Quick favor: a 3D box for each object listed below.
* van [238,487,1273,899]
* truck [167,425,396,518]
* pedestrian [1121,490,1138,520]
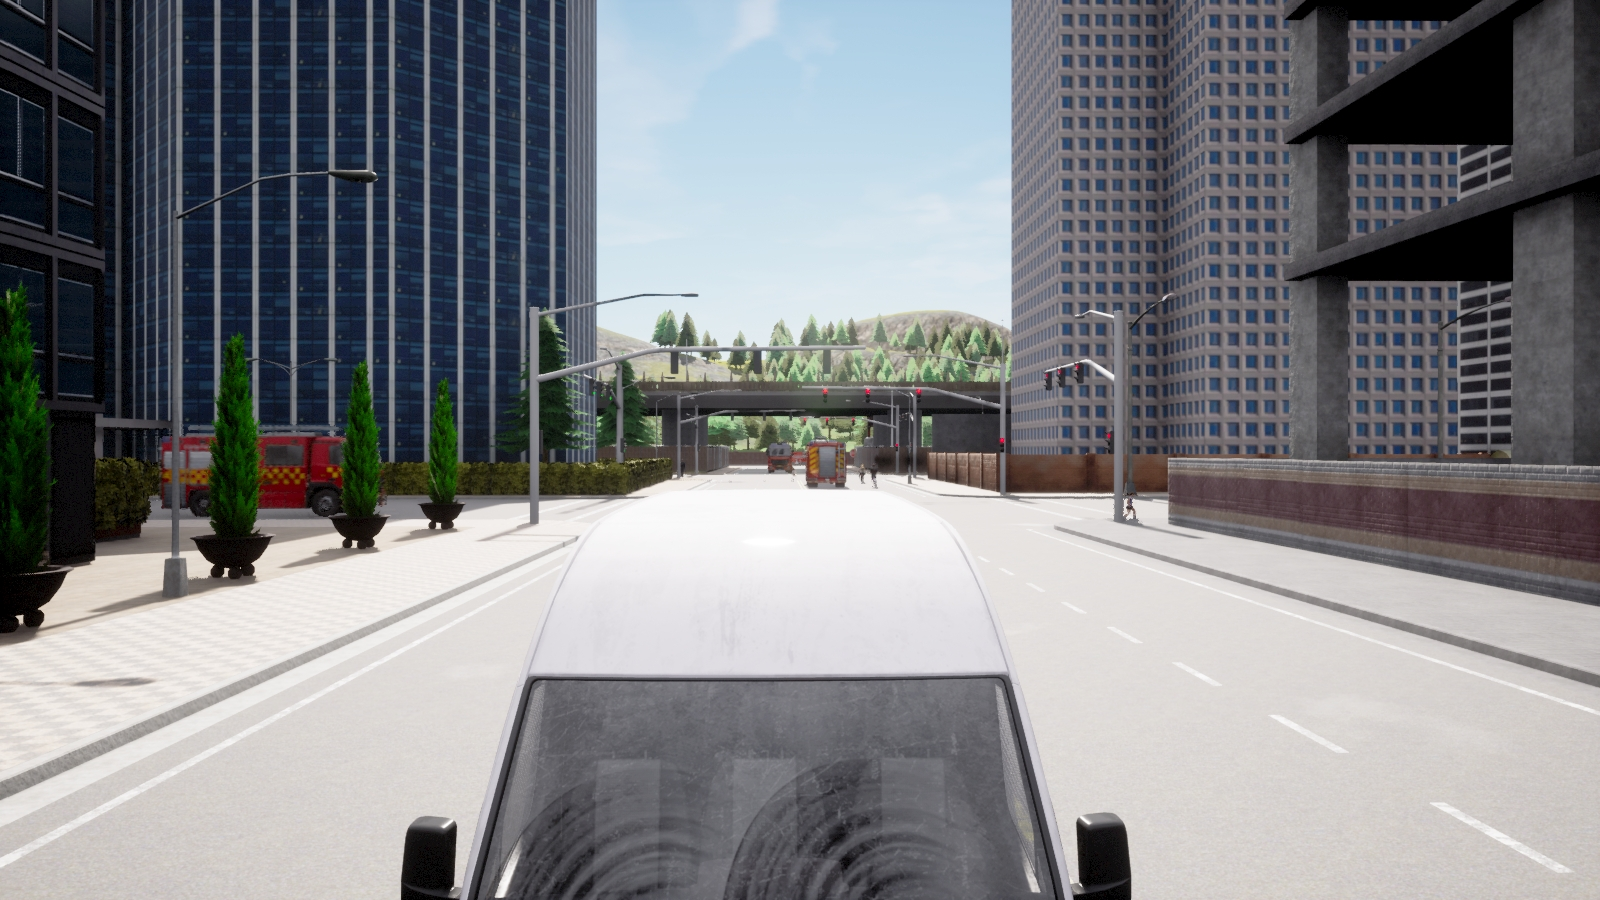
[{"bbox_3d":[-0.128,1.535,5.152,1.988,2.561,5.915,0,0,-1],"label":"van"},{"bbox_3d":[-22.028,0.890,48.875,8.468,3.827,2.891,0,0,-1],"label":"truck"},{"bbox_3d":[12.371,2.077,42.877,0.500,1.100,0.500,0,0,-1],"label":"pedestrian"}]
